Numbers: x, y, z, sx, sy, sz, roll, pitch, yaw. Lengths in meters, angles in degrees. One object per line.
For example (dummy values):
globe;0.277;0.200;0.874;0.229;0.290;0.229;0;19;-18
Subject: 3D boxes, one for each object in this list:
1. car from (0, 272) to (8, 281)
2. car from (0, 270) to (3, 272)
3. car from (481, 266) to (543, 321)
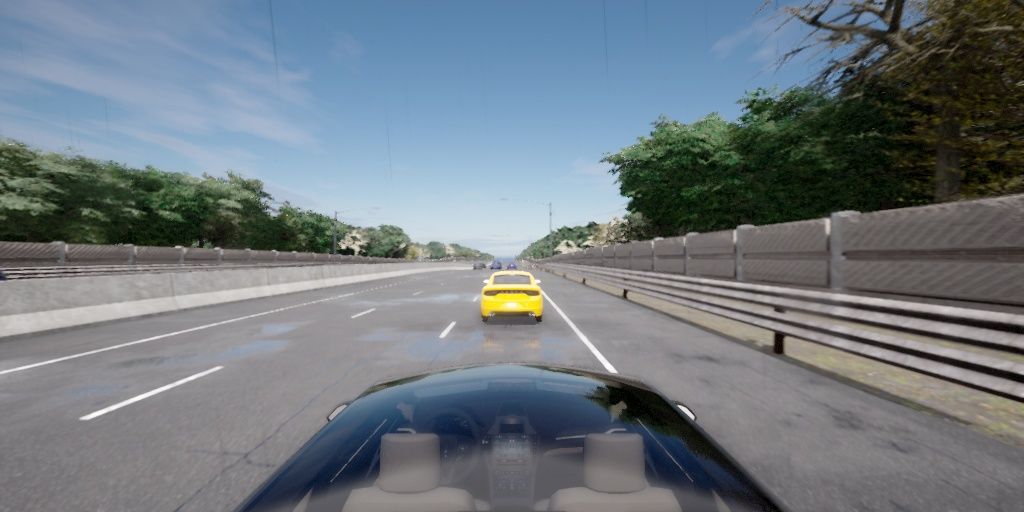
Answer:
car;-17.589;1.334;10.597;1.994;1.385;4.181;0;0;0
car;-21.090;0.996;11.833;2.150;2.045;5.566;0;0;0
car;-0.001;1.266;12.673;1.882;1.535;5.008;0;0;0
